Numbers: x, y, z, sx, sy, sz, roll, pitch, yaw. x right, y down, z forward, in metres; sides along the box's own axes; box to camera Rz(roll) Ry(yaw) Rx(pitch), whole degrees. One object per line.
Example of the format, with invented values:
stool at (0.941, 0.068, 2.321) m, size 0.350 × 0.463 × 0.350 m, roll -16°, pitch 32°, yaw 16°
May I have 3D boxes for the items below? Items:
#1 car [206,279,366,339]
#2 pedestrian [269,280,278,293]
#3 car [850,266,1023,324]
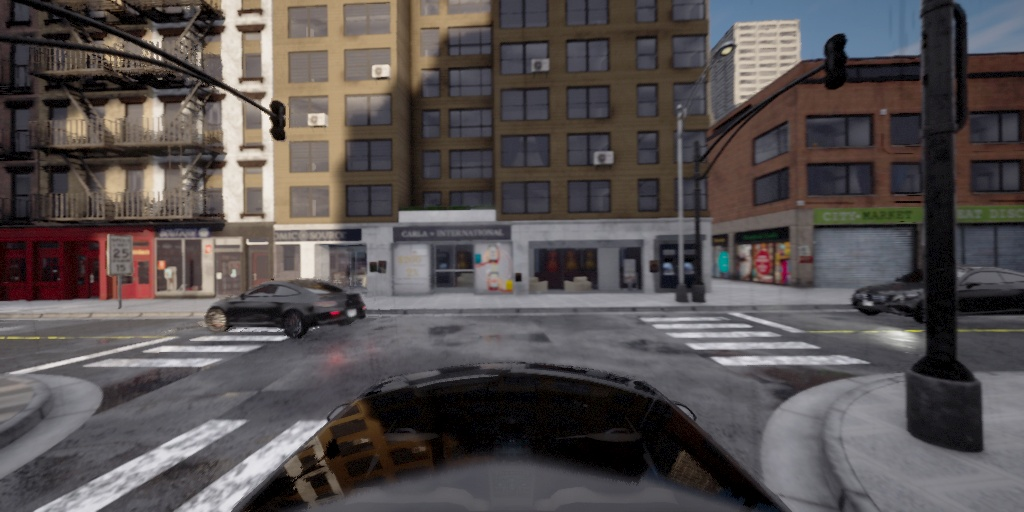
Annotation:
car at (-6.444, 1.391, 10.281) m, size 4.674 × 1.442 × 1.812 m, roll -1°, pitch -1°, yaw 19°
pedestrian at (-9.233, 1.069, 13.870) m, size 0.375 × 1.860 × 0.375 m, roll -1°, pitch 0°, yaw 3°
car at (12.334, 1.021, 10.022) m, size 4.674 × 1.442 × 1.812 m, roll -1°, pitch 0°, yaw 1°
